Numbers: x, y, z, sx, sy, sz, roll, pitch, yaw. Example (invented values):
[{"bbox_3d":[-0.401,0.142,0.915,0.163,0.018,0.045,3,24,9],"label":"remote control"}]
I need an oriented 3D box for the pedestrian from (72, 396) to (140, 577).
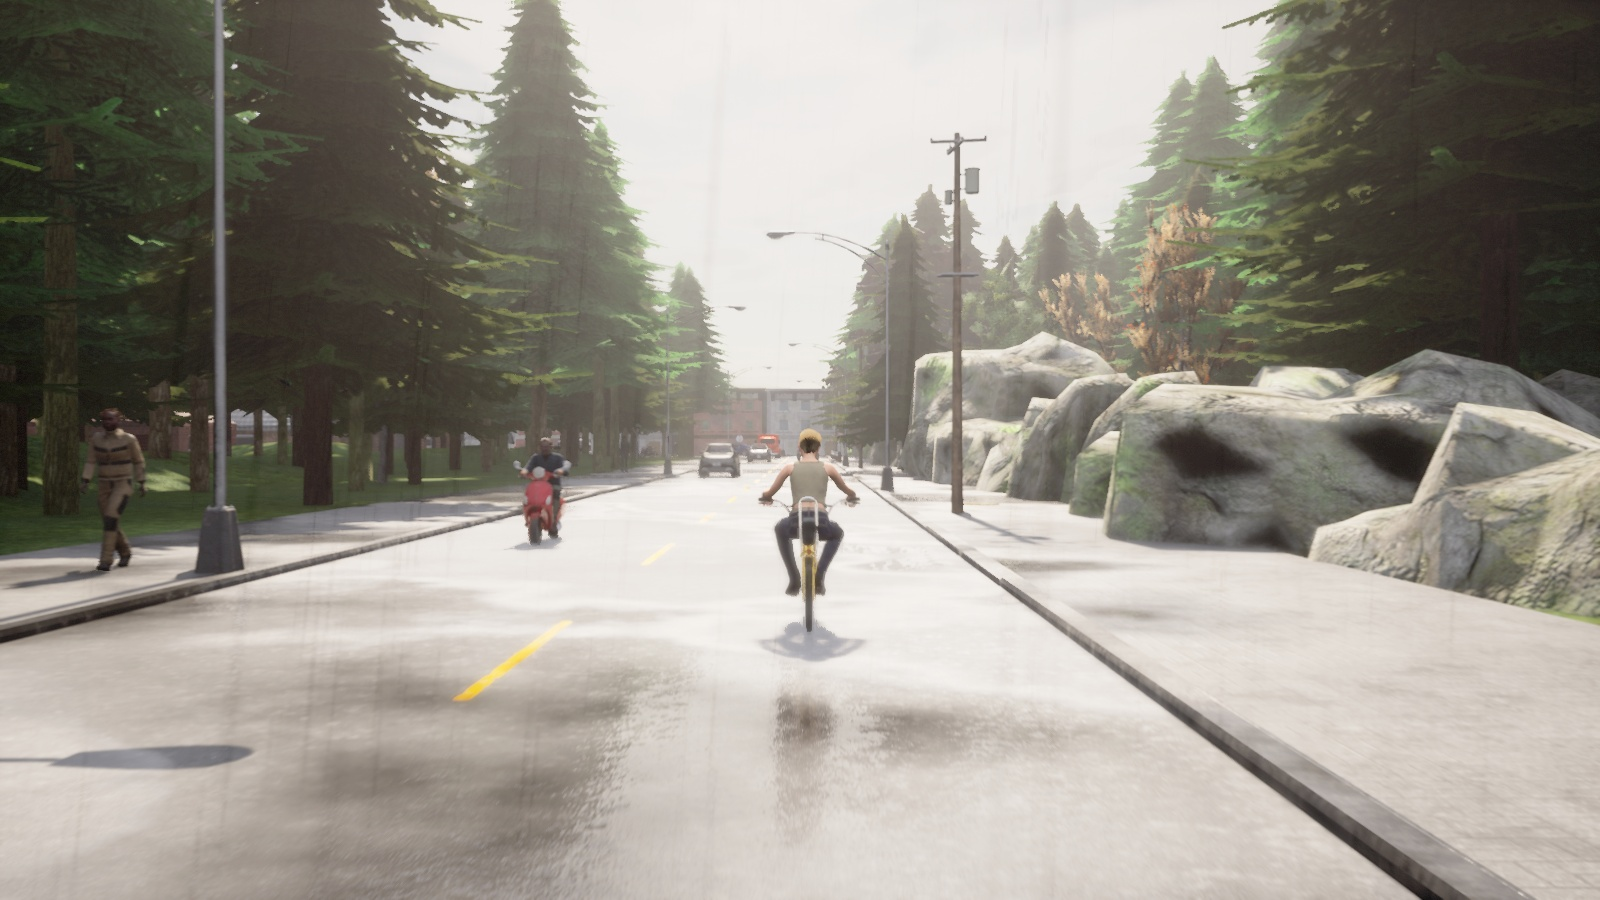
[{"bbox_3d":[-7.583,0.385,13.739,0.396,1.930,0.692,0,0,-5],"label":"pedestrian"}]

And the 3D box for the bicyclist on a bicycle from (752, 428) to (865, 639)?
[{"bbox_3d":[0.076,0.634,10.359,0.866,1.612,1.509,0,0,1],"label":"bicyclist on a bicycle"}]

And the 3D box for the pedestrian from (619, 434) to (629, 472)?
[{"bbox_3d":[-8.689,0.153,62.021,0.353,1.847,0.614,0,0,4],"label":"pedestrian"}]

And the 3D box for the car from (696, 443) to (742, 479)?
[{"bbox_3d":[-3.600,0.455,56.108,1.789,1.549,3.705,0,0,0],"label":"car"}]

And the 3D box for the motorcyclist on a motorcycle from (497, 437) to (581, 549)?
[{"bbox_3d":[-3.861,0.607,18.758,0.866,1.590,1.817,0,0,0],"label":"motorcyclist on a motorcycle"}]
